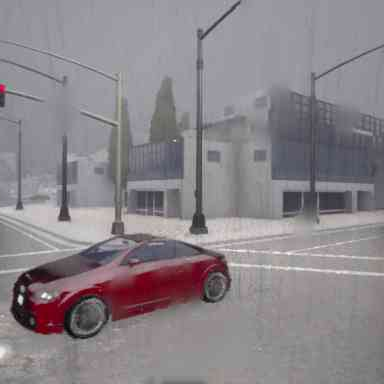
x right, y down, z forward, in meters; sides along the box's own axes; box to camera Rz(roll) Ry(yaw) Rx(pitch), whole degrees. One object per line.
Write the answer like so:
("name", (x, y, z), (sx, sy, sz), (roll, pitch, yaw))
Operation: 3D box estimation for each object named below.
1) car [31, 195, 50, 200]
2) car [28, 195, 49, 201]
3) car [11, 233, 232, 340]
("car", (-39.602, 1.458, 86.847), (4.181, 1.385, 1.994), (0, 0, 9))
("car", (-38.650, 1.429, 83.140), (4.674, 1.442, 1.812), (0, 0, 6))
("car", (-1.189, 1.563, 6.600), (4.181, 1.385, 1.994), (0, 0, -37))
